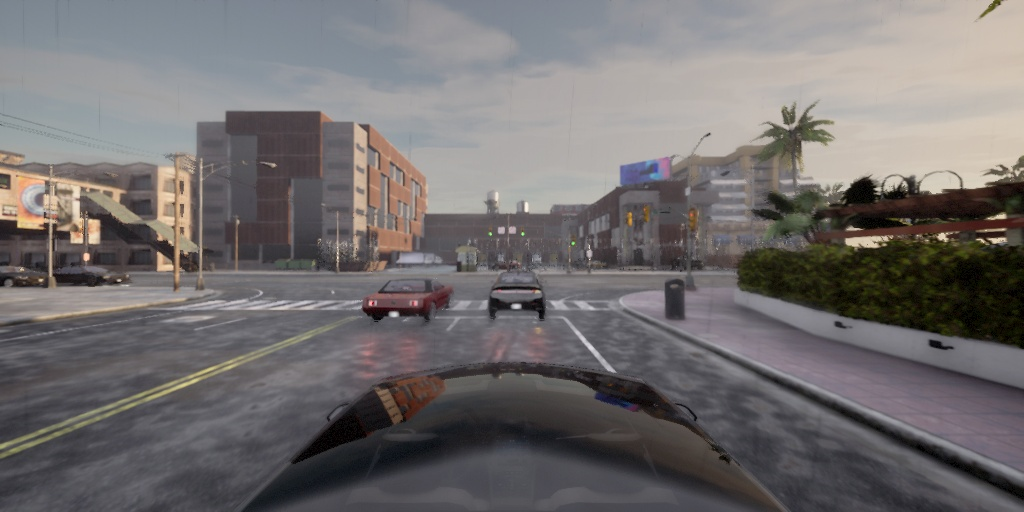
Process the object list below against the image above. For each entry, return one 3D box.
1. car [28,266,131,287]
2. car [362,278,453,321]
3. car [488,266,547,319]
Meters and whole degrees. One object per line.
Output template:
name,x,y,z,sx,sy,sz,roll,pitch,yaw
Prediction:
car,-31.949,1.432,26.770,5.357,1.411,2.033,0,0,0
car,-3.349,1.409,12.595,1.895,1.301,4.718,0,0,2
car,0.240,1.302,13.138,2.128,1.511,4.902,0,0,2
